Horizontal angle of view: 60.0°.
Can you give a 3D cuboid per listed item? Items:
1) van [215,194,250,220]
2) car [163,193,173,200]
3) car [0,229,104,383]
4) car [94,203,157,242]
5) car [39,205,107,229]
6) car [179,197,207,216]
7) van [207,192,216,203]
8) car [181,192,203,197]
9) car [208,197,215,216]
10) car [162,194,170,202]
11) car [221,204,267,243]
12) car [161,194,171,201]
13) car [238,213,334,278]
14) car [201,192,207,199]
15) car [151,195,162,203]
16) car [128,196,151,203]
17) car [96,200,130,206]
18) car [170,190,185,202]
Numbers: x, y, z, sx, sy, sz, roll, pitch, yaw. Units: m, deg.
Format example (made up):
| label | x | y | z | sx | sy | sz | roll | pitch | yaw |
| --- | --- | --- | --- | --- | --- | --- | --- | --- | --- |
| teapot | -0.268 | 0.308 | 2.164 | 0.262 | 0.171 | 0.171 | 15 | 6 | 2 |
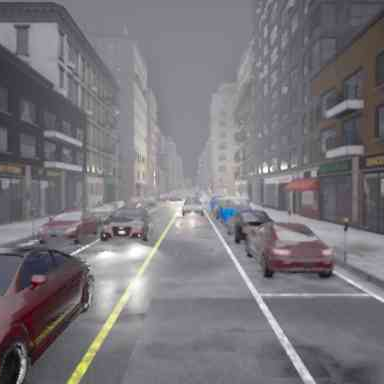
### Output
| label | x | y | z | sx | sy | sz | roll | pitch | yaw |
| --- | --- | --- | --- | --- | --- | --- | --- | --- | --- |
| van | 2.606 | 1.178 | 20.620 | 1.690 | 1.788 | 3.998 | 0 | 0 | 0 |
| car | -5.502 | 1.017 | 75.717 | 1.947 | 1.339 | 4.313 | 0 | 0 | 0 |
| car | -2.856 | 1.525 | 4.736 | 1.994 | 1.385 | 4.181 | 0 | 0 | 0 |
| car | -2.863 | 1.440 | 15.549 | 1.994 | 1.385 | 4.181 | 0 | 0 | 0 |
| car | -5.411 | 1.461 | 15.099 | 1.802 | 1.307 | 4.206 | 0 | 0 | 0 |
| car | 0.061 | 1.370 | 29.954 | 1.895 | 1.301 | 4.718 | 0 | 0 | 0 |
| van | 2.589 | 1.098 | 31.641 | 1.690 | 1.788 | 3.998 | 0 | 0 | 0 |
| car | 0.006 | 1.154 | 45.307 | 2.128 | 1.511 | 4.902 | 0 | 0 | 0 |
| car | 2.597 | 1.347 | 26.132 | 2.008 | 1.369 | 4.403 | 0 | 0 | 0 |
| car | -5.477 | 1.149 | 59.185 | 1.802 | 1.307 | 4.206 | 0 | 0 | 0 |
| car | 2.614 | 1.444 | 15.112 | 1.947 | 1.339 | 4.313 | 0 | 0 | 0 |
| car | -5.494 | 1.035 | 70.207 | 1.887 | 1.381 | 4.507 | 0 | 0 | 0 |
| car | 2.623 | 1.503 | 9.601 | 1.802 | 1.307 | 4.206 | 0 | 0 | 0 |
| car | 2.148 | 1.138 | 52.545 | 1.812 | 1.442 | 4.674 | 0 | 0 | 0 |
| car | -5.452 | 1.232 | 42.652 | 2.008 | 1.369 | 4.403 | 0 | 0 | 0 |
| car | -5.436 | 1.198 | 31.630 | 1.967 | 1.590 | 4.097 | 0 | 0 | 0 |
| car | -5.419 | 1.388 | 20.609 | 2.008 | 1.369 | 4.403 | 0 | 0 | 0 |
| car | -2.883 | 0.910 | 60.554 | 2.097 | 1.767 | 4.553 | 0 | 0 | 0 |
